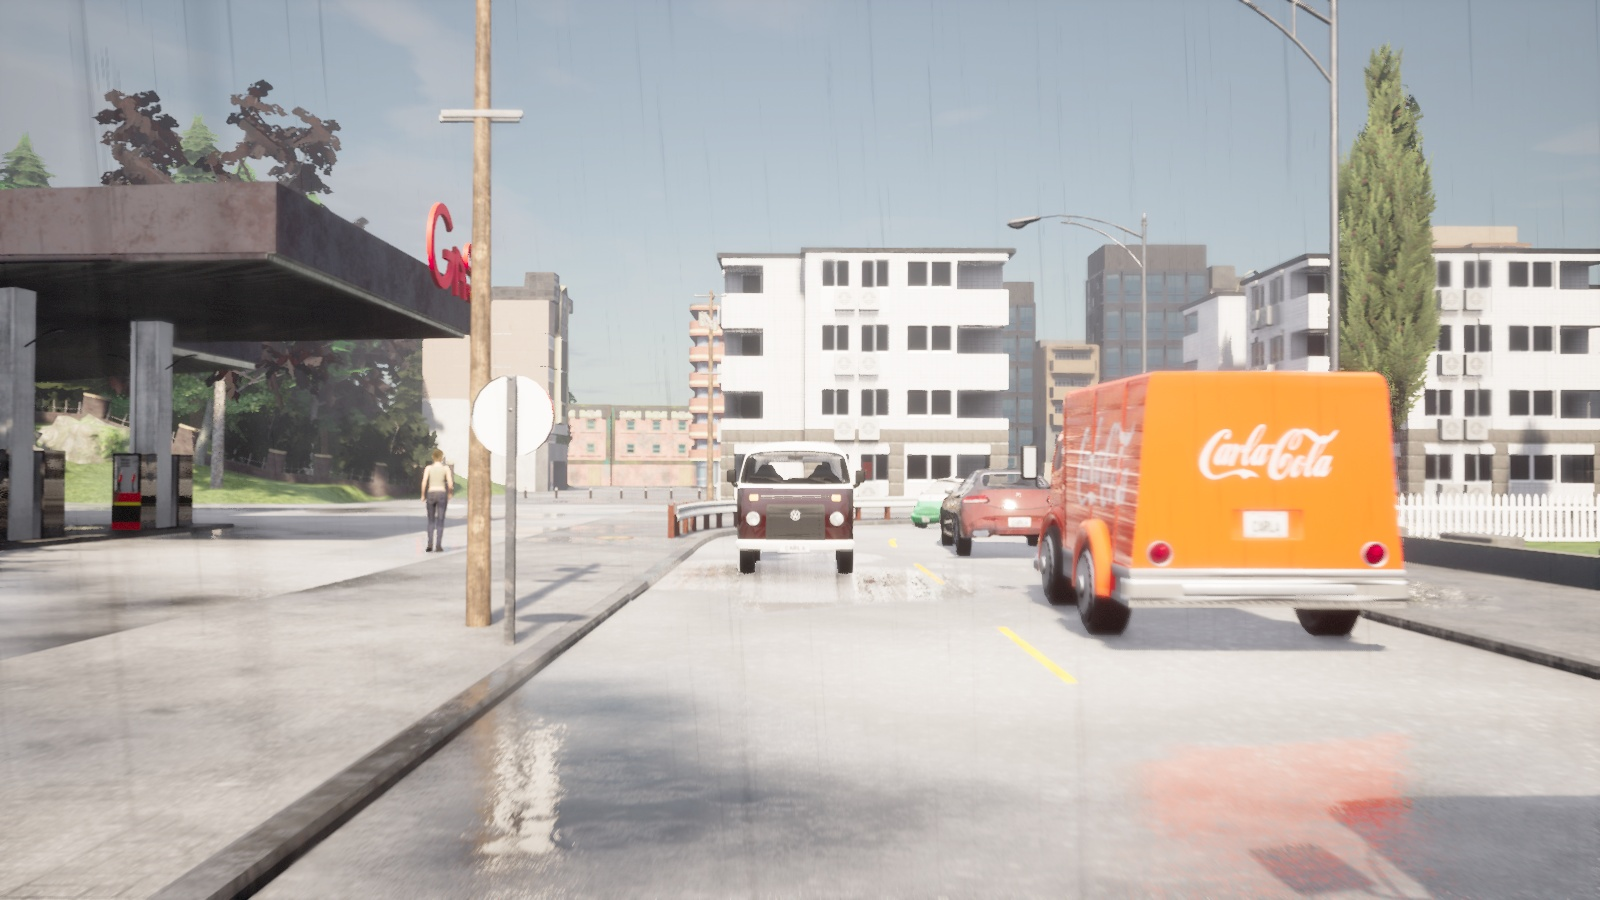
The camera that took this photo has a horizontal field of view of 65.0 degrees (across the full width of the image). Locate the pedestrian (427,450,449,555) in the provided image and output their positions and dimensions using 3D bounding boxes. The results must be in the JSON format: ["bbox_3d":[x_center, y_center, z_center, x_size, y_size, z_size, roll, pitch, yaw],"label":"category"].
[{"bbox_3d":[-6.457,0.924,22.400,0.345,1.836,0.594,0,-1,-13],"label":"pedestrian"}]

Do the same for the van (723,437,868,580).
[{"bbox_3d":[-0.046,0.872,20.226,2.069,2.038,4.480,0,-1,0],"label":"van"}]

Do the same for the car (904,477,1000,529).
[{"bbox_3d":[4.155,1.420,34.230,2.207,1.376,1.481,1,-2,-39],"label":"car"}]

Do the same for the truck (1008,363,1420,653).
[{"bbox_3d":[3.965,0.533,13.331,2.627,2.467,5.204,0,-1,0],"label":"truck"}]

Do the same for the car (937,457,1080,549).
[{"bbox_3d":[4.010,0.991,25.033,2.152,1.651,5.027,0,-1,2],"label":"car"}]
